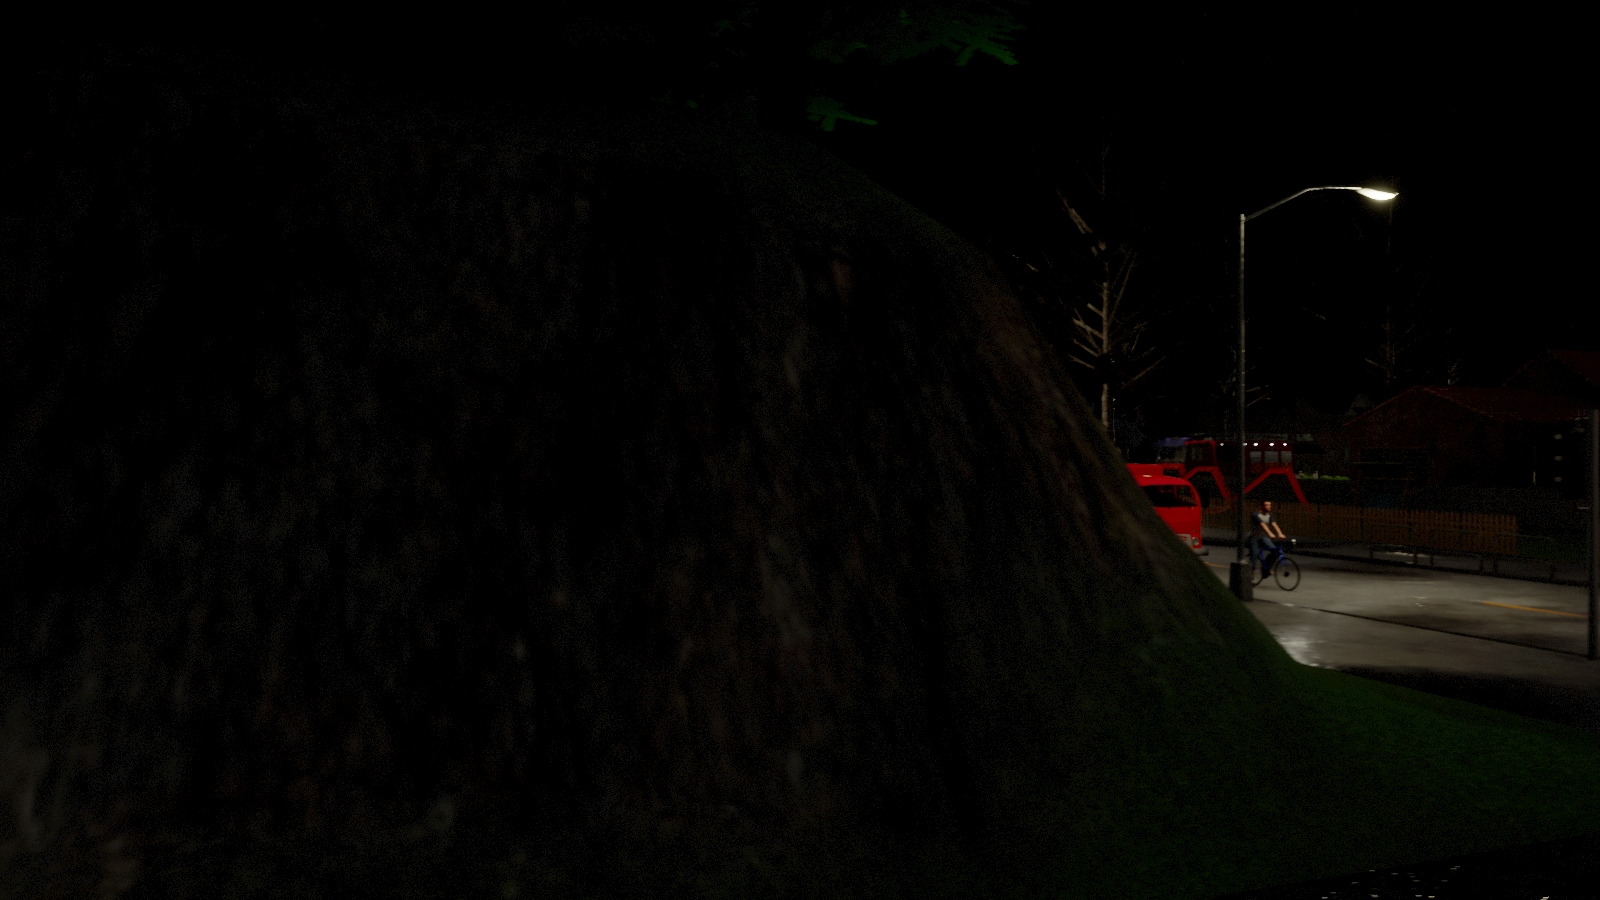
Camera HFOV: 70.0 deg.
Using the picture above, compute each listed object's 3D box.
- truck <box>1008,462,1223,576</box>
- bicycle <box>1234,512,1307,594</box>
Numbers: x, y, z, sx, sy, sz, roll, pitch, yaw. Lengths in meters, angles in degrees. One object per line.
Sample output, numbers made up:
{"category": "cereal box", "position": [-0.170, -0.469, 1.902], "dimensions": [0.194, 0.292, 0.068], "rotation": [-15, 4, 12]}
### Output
{"category": "truck", "position": [7.639, 1.569, 28.354], "dimensions": [2.627, 2.467, 5.204], "rotation": [0, 0, -20]}
{"category": "bicycle", "position": [9.521, 2.057, 23.175], "dimensions": [0.373, 1.496, 1.643], "rotation": [0, 0, -20]}
